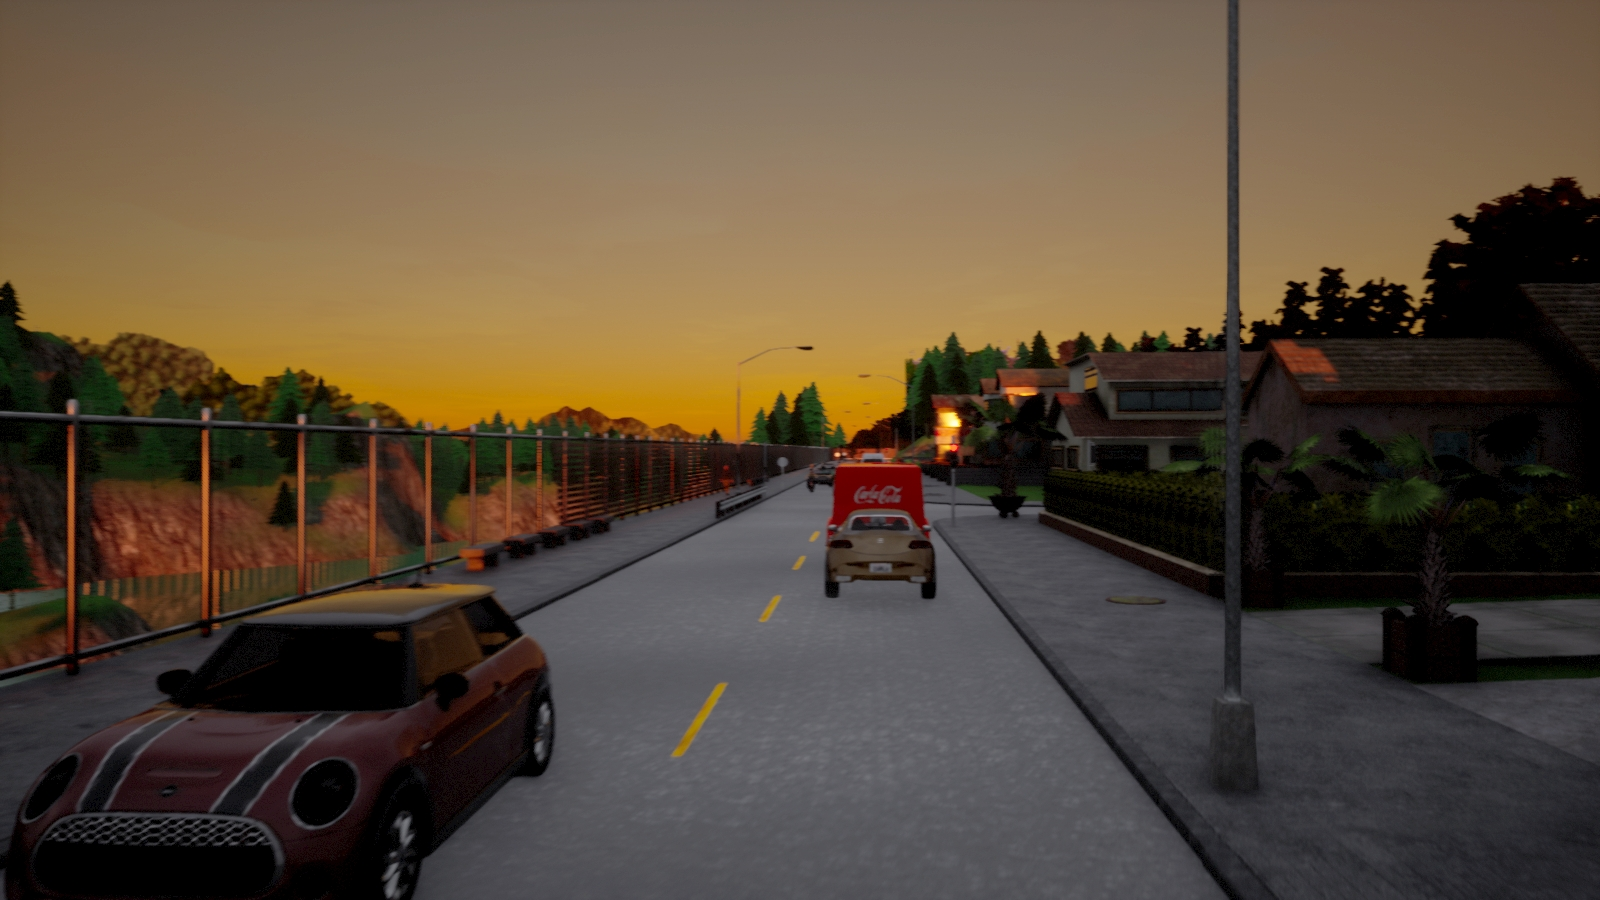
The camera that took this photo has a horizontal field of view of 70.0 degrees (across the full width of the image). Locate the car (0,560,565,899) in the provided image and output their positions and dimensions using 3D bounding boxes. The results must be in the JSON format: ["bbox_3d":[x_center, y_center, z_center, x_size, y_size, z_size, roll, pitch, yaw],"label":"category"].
[{"bbox_3d":[-3.322,1.903,8.205,2.097,1.767,4.553,0,0,3],"label":"car"}]

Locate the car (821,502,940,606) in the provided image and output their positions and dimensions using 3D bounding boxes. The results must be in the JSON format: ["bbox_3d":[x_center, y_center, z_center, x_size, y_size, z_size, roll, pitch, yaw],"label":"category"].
[{"bbox_3d":[1.619,1.994,23.237,2.152,1.651,5.027,0,0,4],"label":"car"}]

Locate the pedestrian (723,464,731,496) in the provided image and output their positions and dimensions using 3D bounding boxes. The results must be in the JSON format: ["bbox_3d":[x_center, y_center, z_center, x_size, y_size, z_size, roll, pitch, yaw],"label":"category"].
[{"bbox_3d":[-4.229,1.743,66.329,0.375,1.860,0.375,0,0,5],"label":"pedestrian"}]

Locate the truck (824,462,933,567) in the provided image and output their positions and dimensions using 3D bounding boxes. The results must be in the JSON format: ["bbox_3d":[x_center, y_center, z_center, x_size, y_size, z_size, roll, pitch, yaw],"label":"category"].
[{"bbox_3d":[2.050,1.571,30.144,2.627,2.467,5.204,0,0,4],"label":"truck"}]

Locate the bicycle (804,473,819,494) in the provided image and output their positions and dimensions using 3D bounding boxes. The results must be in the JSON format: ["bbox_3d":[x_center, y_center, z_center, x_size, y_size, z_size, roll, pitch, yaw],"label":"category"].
[{"bbox_3d":[0.740,2.161,73.571,0.859,1.276,1.487,0,0,4],"label":"bicycle"}]
